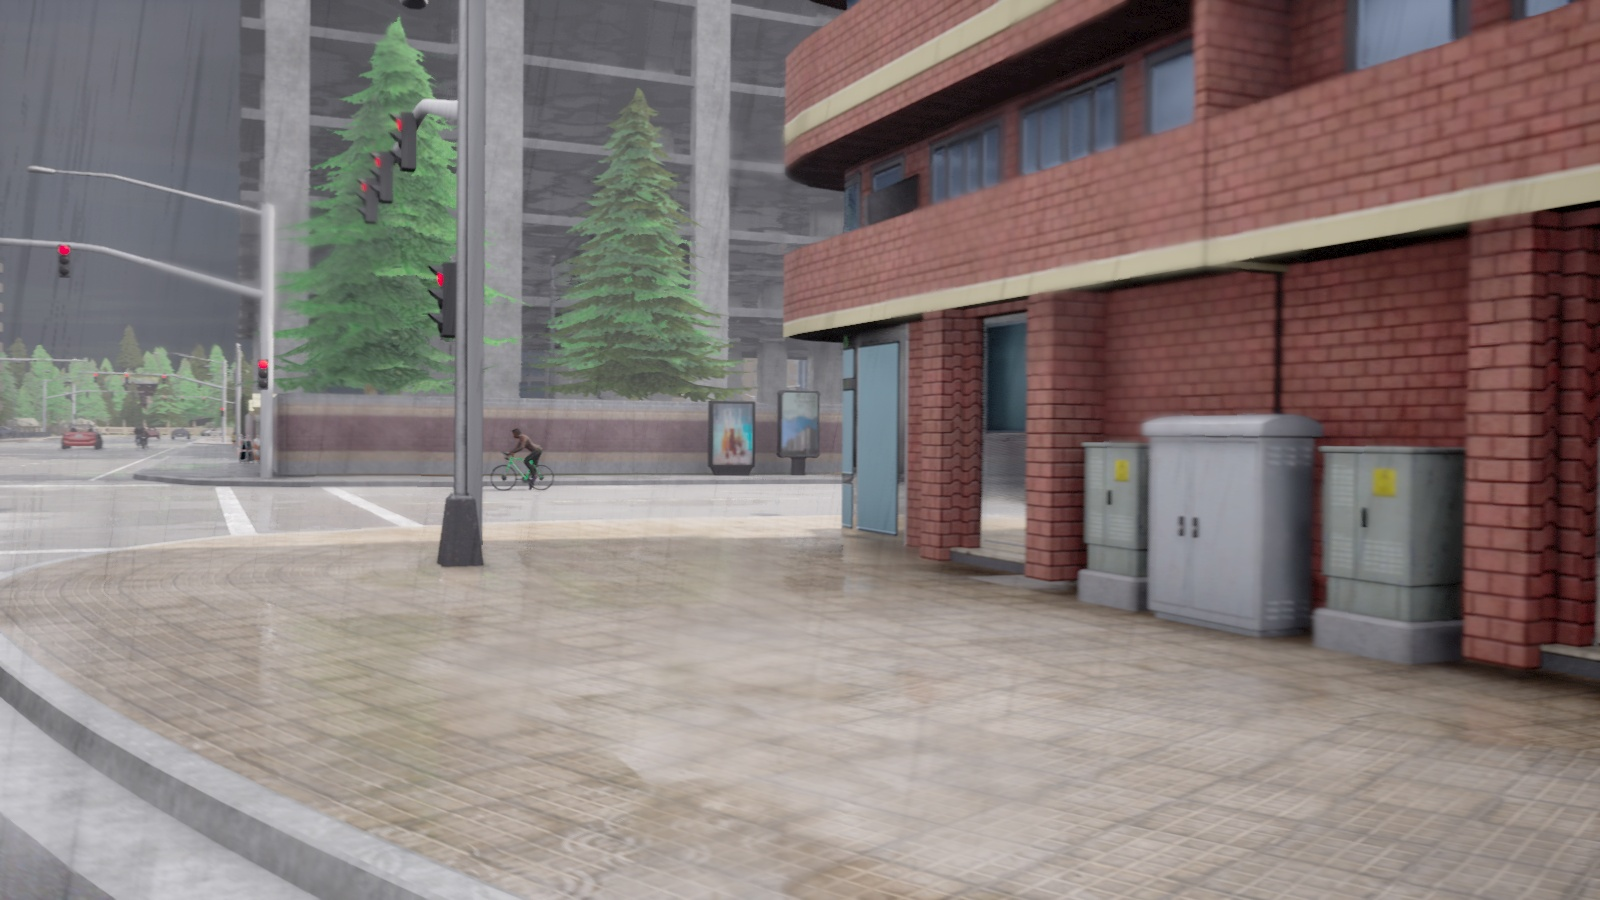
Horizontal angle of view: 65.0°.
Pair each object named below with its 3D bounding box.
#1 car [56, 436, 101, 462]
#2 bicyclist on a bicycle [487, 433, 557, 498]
[{"bbox_3d":[-48.623,-0.086,84.714,2.242,1.667,4.611,-1,1,-25],"label":"car"},{"bbox_3d":[-7.173,0.391,32.410,1.656,1.620,0.582,-1,1,-24],"label":"bicyclist on a bicycle"}]
